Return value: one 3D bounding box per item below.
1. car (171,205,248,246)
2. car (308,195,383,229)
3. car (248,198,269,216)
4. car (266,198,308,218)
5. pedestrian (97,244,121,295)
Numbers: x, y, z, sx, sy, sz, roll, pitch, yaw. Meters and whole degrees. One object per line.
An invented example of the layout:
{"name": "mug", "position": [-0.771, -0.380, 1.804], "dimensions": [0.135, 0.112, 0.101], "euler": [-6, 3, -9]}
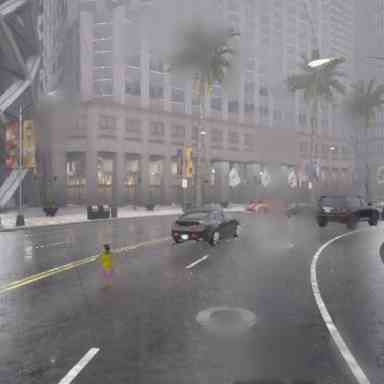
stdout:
{"name": "car", "position": [0.812, 1.507, 15.367], "dimensions": [1.837, 1.490, 4.892], "euler": [0, 0, 27]}
{"name": "car", "position": [10.182, 1.221, 21.762], "dimensions": [5.566, 2.045, 2.150], "euler": [0, 0, -41]}
{"name": "car", "position": [7.396, 1.418, 33.232], "dimensions": [4.553, 1.767, 2.097], "euler": [0, 0, -34]}
{"name": "car", "position": [9.306, 1.571, 30.300], "dimensions": [4.674, 1.442, 1.812], "euler": [0, 0, -34]}
{"name": "pedestrian", "position": [-1.806, 1.674, 7.248], "dimensions": [0.500, 1.100, 0.500], "euler": [0, 0, 12]}
